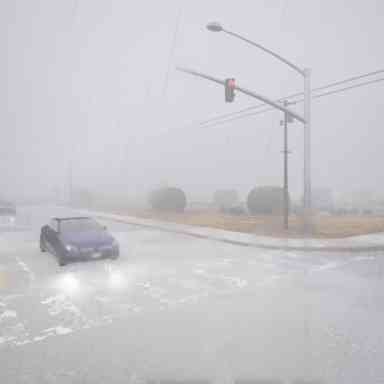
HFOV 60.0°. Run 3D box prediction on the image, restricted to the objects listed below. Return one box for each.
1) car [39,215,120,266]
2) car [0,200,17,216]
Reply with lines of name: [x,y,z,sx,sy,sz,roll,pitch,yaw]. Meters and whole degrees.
car: [-4.170,1.582,11.848,1.812,1.442,4.674,0,1,-35]
car: [-18.471,1.530,32.492,2.033,1.411,5.357,0,0,-35]
